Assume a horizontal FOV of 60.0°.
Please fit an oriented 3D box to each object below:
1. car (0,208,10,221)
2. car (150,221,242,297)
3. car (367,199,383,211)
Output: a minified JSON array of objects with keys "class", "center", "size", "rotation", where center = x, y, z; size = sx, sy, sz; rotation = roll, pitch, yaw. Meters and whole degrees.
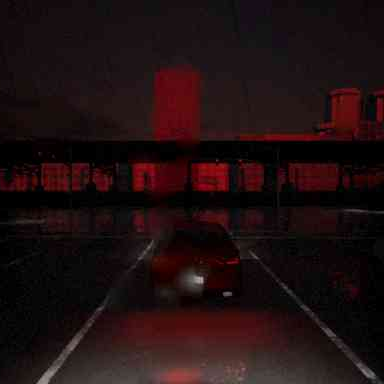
[{"class":"car","center":[-16.537,1.478,25.261],"size":[5.008,1.535,1.882],"rotation":[0,0,2]},{"class":"car","center":[0.095,1.478,8.616],"size":[1.882,1.535,5.008],"rotation":[0,0,0]},{"class":"car","center":[22.728,1.403,38.406],"size":[4.674,1.442,1.812],"rotation":[-1,0,1]}]
